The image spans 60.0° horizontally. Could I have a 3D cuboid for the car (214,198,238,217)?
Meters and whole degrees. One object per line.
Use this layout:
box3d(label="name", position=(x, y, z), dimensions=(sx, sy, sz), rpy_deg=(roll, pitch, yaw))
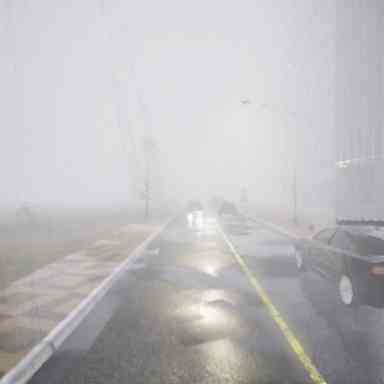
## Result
box3d(label="car", position=(3.375, 1.563, 32.196), dimensions=(1.812, 1.442, 4.674), rpy_deg=(0, 0, 1))

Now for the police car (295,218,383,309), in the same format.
box3d(label="police car", position=(3.971, 1.458, 8.072), dimensions=(1.930, 1.638, 5.238), rpy_deg=(0, 0, 1))

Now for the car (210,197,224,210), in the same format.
box3d(label="car", position=(3.479, 1.394, 44.109), dimensions=(2.097, 1.767, 4.553), rpy_deg=(0, 0, 1))

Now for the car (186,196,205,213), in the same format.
box3d(label="car", position=(0.386, 1.508, 37.064), dimensions=(2.128, 1.511, 4.902), rpy_deg=(0, 0, 1))
